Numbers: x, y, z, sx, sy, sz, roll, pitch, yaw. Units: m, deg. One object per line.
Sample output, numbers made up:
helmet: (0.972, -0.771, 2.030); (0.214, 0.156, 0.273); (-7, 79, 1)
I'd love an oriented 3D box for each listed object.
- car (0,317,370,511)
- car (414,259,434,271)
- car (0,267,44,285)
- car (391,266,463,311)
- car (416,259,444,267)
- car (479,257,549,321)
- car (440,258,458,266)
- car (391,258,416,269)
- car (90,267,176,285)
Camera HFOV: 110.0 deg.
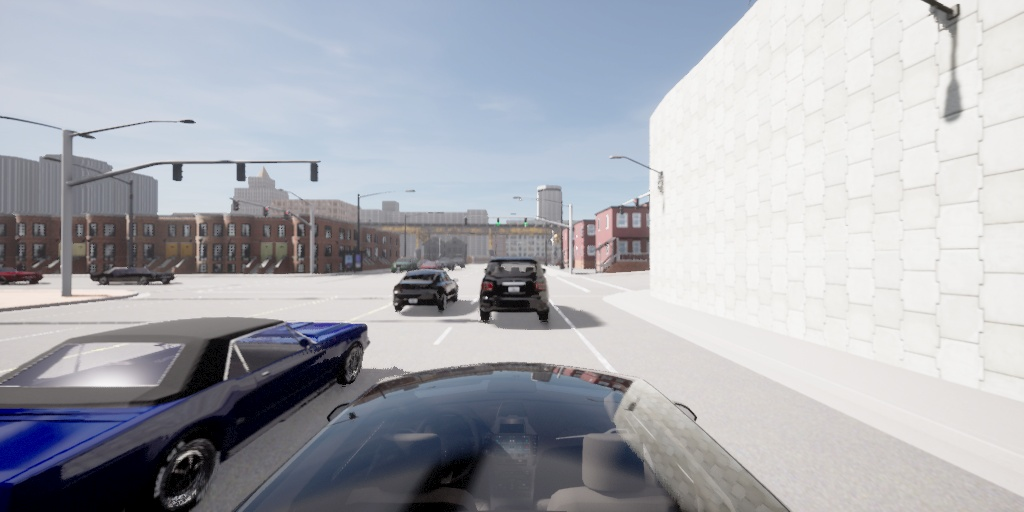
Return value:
car: (-3.395, 1.365, 4.135); (1.895, 1.301, 4.718); (0, 0, 0)
car: (-14.069, 1.420, 57.362); (2.097, 1.767, 4.553); (0, 0, 0)
car: (-38.282, 1.495, 26.741); (4.718, 1.301, 1.895); (0, 0, 0)
car: (-3.407, 1.328, 14.786); (1.837, 1.490, 4.892); (0, -1, 0)
car: (-10.587, 1.484, 46.556); (1.882, 1.535, 5.008); (0, 0, 0)
car: (0.090, 1.038, 12.884); (2.150, 2.045, 5.566); (0, 0, 1)
car: (-10.573, 1.288, 56.949); (2.150, 2.045, 5.566); (0, 0, 0)
car: (-14.081, 1.232, 47.240); (2.150, 2.045, 5.566); (0, 0, 0)
car: (-28.165, 1.495, 26.772); (4.718, 1.301, 1.895); (0, 0, 0)
